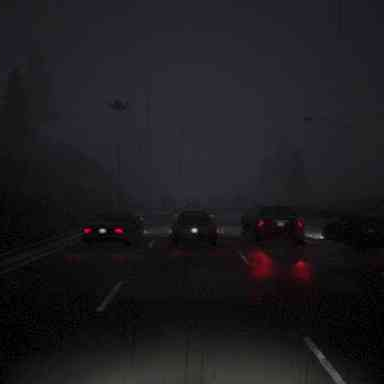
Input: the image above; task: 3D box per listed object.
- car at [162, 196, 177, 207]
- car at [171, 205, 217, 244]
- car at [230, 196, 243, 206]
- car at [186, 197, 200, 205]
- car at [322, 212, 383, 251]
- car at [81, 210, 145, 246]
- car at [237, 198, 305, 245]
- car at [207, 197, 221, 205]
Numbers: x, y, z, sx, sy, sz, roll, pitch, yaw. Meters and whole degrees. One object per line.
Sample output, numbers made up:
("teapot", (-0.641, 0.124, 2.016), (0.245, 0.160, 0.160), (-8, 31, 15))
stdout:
("car", (-3.402, 1.430, 49.664), (1.837, 1.490, 4.892), (0, 0, 0))
("car", (0.099, 1.540, 15.554), (1.994, 1.385, 4.181), (0, 0, 0))
("car", (7.098, 1.428, 51.434), (1.837, 1.490, 4.892), (0, 0, 0))
("car", (0.099, 1.422, 46.469), (2.128, 1.511, 4.902), (0, 0, 0))
("car", (7.098, 1.543, 13.936), (1.994, 1.385, 4.181), (0, 0, 0))
("car", (-3.400, 1.524, 15.149), (2.033, 1.411, 5.357), (0, 0, 0))
("car", (3.600, 1.328, 15.597), (2.097, 1.767, 4.553), (0, 0, 0))
("car", (3.596, 1.483, 54.275), (1.994, 1.385, 4.181), (0, 0, 0))
